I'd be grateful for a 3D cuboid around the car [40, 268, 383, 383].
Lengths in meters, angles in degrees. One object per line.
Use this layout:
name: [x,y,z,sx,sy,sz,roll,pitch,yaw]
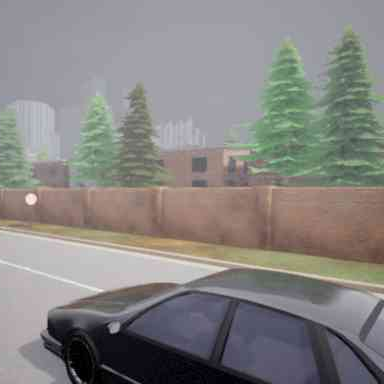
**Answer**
car: [0.593,1.582,3.448,5.357,1.411,2.033,0,0,38]
